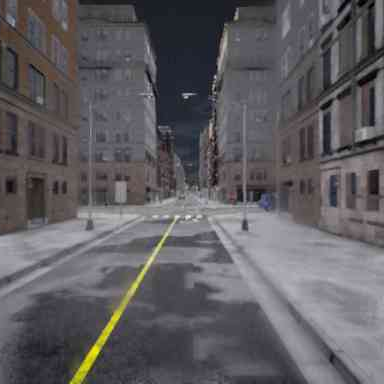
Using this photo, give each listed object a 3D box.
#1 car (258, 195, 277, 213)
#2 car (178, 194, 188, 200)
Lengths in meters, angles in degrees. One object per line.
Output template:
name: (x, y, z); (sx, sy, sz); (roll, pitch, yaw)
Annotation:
car: (10.323, 1.307, 37.516); (5.566, 2.045, 2.150); (0, 0, 0)
car: (-2.925, 1.423, 94.596); (1.882, 1.535, 5.008); (0, 0, 0)
